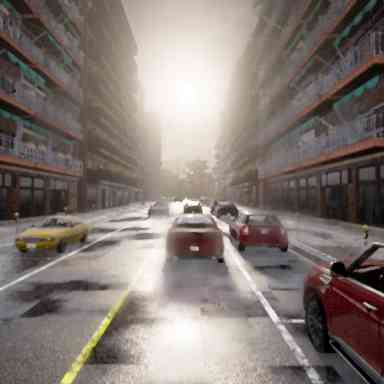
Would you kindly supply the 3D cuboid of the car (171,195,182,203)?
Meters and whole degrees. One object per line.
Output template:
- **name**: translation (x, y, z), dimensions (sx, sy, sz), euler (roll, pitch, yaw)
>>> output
- **car**: translation (-2.992, 1.836, 73.575), dimensions (1.895, 1.301, 4.718), euler (0, 0, 0)

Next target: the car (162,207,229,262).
- **car**: translation (0.091, 1.540, 12.345), dimensions (1.882, 1.535, 5.008), euler (0, 0, 0)

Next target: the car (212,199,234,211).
- **car**: translation (3.149, 1.663, 30.999), dimensions (1.837, 1.490, 4.892), euler (0, 0, 0)

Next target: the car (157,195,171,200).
- **car**: translation (-5.690, 1.774, 64.450), dimensions (1.967, 1.590, 4.097), euler (1, 0, 0)

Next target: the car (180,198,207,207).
- **car**: translation (0.101, 1.661, 33.154), dimensions (2.128, 1.511, 4.902), euler (0, 0, 0)

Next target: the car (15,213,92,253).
- **car**: translation (-5.678, 1.598, 14.169), dimensions (1.752, 1.417, 4.829), euler (1, 0, 0)

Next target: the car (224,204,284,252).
- **car**: translation (2.703, 1.513, 14.305), dimensions (1.967, 1.590, 4.097), euler (1, 0, 0)

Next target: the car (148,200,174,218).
- **car**: translation (-3.094, 1.729, 32.202), dimensions (1.994, 1.385, 4.181), euler (0, 0, 0)

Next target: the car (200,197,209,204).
- **car**: translation (2.780, 1.962, 76.193), dimensions (1.947, 1.339, 4.313), euler (1, 0, 0)

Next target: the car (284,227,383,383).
- **car**: translation (2.703, 1.332, 3.169), dimensions (2.192, 1.841, 5.009), euler (1, 0, 0)

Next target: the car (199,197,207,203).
- **car**: translation (2.847, 1.978, 86.858), dimensions (1.752, 1.417, 4.829), euler (1, 0, 0)

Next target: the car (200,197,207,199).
- **car**: translation (2.716, 1.830, 59.018), dimensions (1.752, 1.417, 4.829), euler (1, 0, 0)

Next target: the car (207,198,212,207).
- **car**: translation (3.117, 1.547, 37.970), dimensions (2.097, 1.767, 4.553), euler (0, 0, 0)
